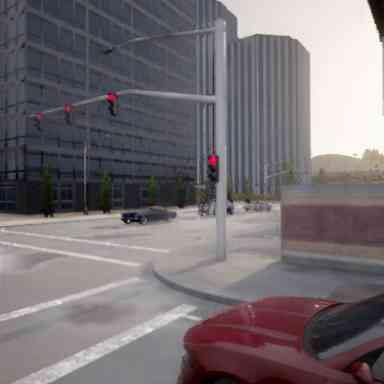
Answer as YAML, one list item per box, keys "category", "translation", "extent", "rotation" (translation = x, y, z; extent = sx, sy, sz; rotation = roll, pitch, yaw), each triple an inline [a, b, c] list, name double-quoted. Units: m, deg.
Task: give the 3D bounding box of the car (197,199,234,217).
- category: "car"
  translation: [2.472, 1.549, 33.978]
  extent: [2.097, 1.767, 4.553]
  rotation: [-1, 0, 36]

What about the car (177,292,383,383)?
- category: "car"
  translation: [2.160, 1.474, 2.448]
  extent: [5.008, 1.535, 1.882]
  rotation: [0, 0, 35]

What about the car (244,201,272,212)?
- category: "car"
  translation: [8.406, 1.798, 42.214]
  extent: [1.895, 1.301, 4.718]
  rotation: [-1, 0, 36]

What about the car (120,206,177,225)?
- category: "car"
  translation: [-3.328, 1.798, 25.905]
  extent: [1.895, 1.301, 4.718]
  rotation: [-1, 0, 36]
